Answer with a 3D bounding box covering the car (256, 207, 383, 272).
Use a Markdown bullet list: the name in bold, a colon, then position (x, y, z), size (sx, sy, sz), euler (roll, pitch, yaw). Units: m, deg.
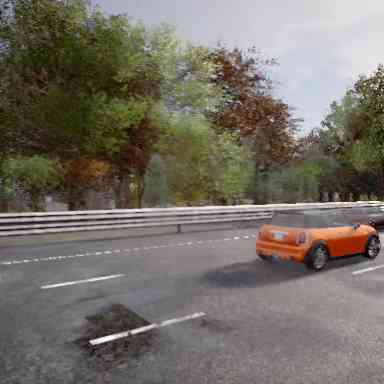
- **car**: position (4.300, 1.353, 11.093), size (4.553, 1.767, 2.097), euler (0, 0, -35)
